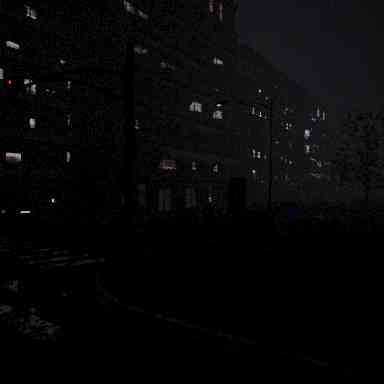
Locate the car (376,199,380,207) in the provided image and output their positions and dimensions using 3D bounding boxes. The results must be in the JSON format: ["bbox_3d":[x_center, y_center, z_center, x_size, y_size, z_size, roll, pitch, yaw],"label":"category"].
[{"bbox_3d":[33.940,2.104,63.230,1.967,1.590,4.097,1,0,36],"label":"car"}]

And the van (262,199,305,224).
[{"bbox_3d":[7.648,1.648,27.618,1.690,1.788,3.998,1,0,36],"label":"van"}]

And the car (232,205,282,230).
[{"bbox_3d":[4.359,1.827,23.167,1.947,1.339,4.313,1,0,36],"label":"car"}]

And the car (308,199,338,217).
[{"bbox_3d":[14.221,1.838,36.522,1.967,1.590,4.097,1,0,36],"label":"car"}]

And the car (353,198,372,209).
[{"bbox_3d":[27.368,1.891,54.328,2.192,1.841,5.009,1,0,36],"label":"car"}]

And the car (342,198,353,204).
[{"bbox_3d":[40.249,2.221,85.883,1.752,1.417,4.829,1,0,36],"label":"car"}]

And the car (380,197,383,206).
[{"bbox_3d":[37.226,2.252,67.681,1.887,1.381,4.507,1,0,36],"label":"car"}]

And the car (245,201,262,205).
[{"bbox_3d":[7.483,1.840,41.505,1.802,1.307,4.206,1,0,36],"label":"car"}]

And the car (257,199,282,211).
[{"bbox_3d":[10.771,1.743,45.957,1.967,1.590,4.097,1,0,36],"label":"car"}]

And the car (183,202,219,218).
[{"bbox_3d":[0.910,1.712,32.602,1.887,1.381,4.507,1,0,36],"label":"car"}]

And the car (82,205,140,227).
[{"bbox_3d":[-5.664,1.626,23.699,2.008,1.369,4.403,1,0,36],"label":"car"}]

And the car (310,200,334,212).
[{"bbox_3d":[18.097,1.914,46.121,1.882,1.535,5.008,1,0,36],"label":"car"}]

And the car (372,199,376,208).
[{"bbox_3d":[30.652,2.202,58.778,1.802,1.307,4.206,1,0,36],"label":"car"}]

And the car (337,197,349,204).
[{"bbox_3d":[37.064,2.094,81.569,1.967,1.590,4.097,1,0,36],"label":"car"}]

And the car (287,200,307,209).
[{"bbox_3d":[17.343,1.975,54.860,1.802,1.307,4.206,1,0,36],"label":"car"}]

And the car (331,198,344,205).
[{"bbox_3d":[33.776,2.177,77.117,1.947,1.339,4.313,1,0,36],"label":"car"}]

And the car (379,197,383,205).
[{"bbox_3d":[47.089,2.151,81.036,2.192,1.841,5.009,1,0,36],"label":"car"}]

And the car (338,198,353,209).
[{"bbox_3d":[24.071,2.064,54.235,2.033,1.411,5.357,1,0,37],"label":"car"}]
